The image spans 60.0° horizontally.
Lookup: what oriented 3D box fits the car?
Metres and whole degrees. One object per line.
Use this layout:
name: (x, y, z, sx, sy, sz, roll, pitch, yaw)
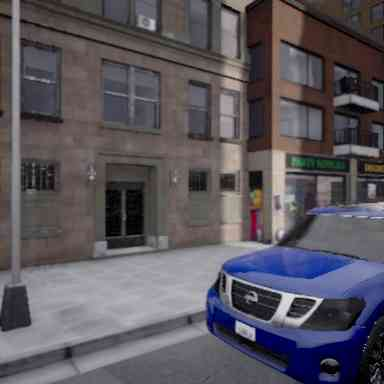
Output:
car: (2.851, 1.219, 5.378, 5.566, 2.045, 2.150, 0, 0, -36)
